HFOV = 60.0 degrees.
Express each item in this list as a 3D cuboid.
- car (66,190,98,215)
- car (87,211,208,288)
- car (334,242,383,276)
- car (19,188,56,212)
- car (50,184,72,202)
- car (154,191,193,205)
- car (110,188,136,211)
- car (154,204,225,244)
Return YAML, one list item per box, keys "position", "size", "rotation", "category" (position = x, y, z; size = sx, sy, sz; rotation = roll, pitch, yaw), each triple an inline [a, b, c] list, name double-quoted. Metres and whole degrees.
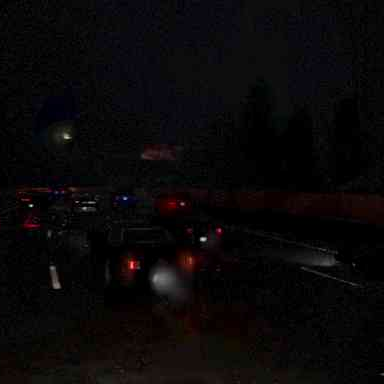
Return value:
- position: [-8.335, 0.891, 25.780]
  size: [2.128, 1.511, 4.902]
  rotation: [3, 0, -19]
  category: "car"
- position: [-1.595, 1.454, 8.937]
  size: [1.895, 1.301, 4.718]
  rotation: [3, 0, -25]
  category: "car"
- position: [6.395, 1.794, 8.481]
  size: [2.033, 1.411, 5.357]
  rotation: [3, 0, -27]
  category: "car"
- position: [-12.442, 0.699, 26.687]
  size: [1.837, 1.490, 4.892]
  rotation: [3, 1, -16]
  category: "car"
- position: [-16.277, 0.116, 41.285]
  size: [2.150, 2.045, 5.566]
  rotation: [3, 0, -12]
  category: "car"
- position: [-1.576, 0.937, 27.552]
  size: [2.150, 2.045, 5.566]
  rotation: [3, 0, -19]
  category: "car"
- position: [-6.743, 0.650, 32.344]
  size: [2.150, 2.045, 5.566]
  rotation: [3, 0, -16]
  category: "car"
- position: [-0.442, 1.467, 14.853]
  size: [1.895, 1.301, 4.718]
  rotation: [3, 0, -24]
  category: "car"
